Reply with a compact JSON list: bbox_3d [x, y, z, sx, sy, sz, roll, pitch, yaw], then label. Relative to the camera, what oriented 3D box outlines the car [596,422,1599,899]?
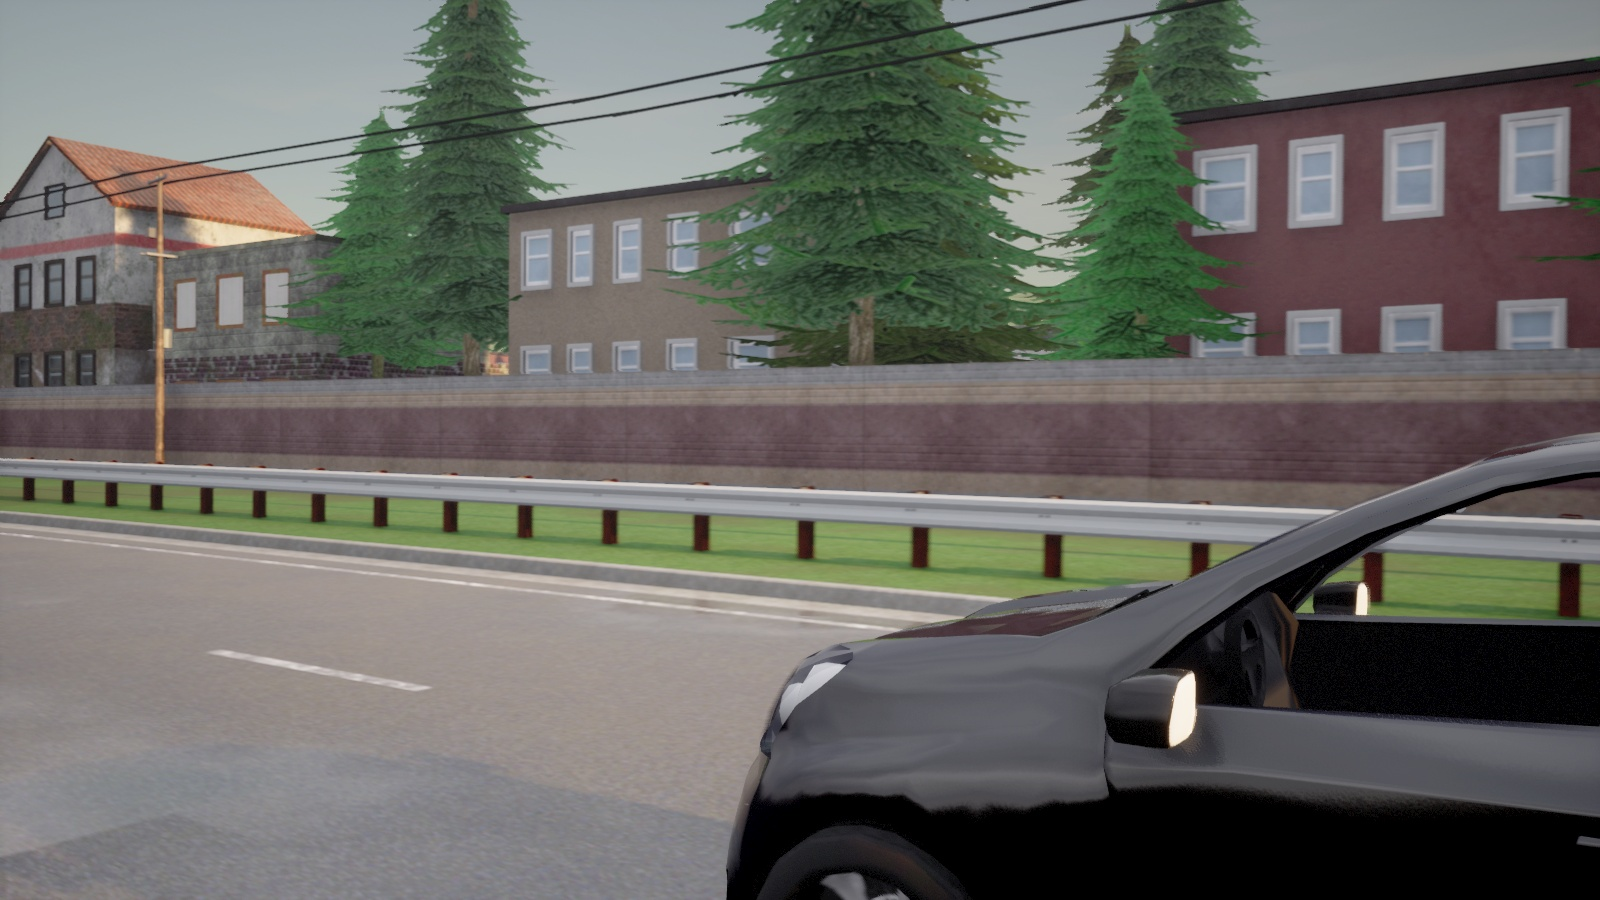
[{"bbox_3d":[1.574,0.696,2.578,3.633,1.501,1.845,0,1,34],"label":"car"}]
